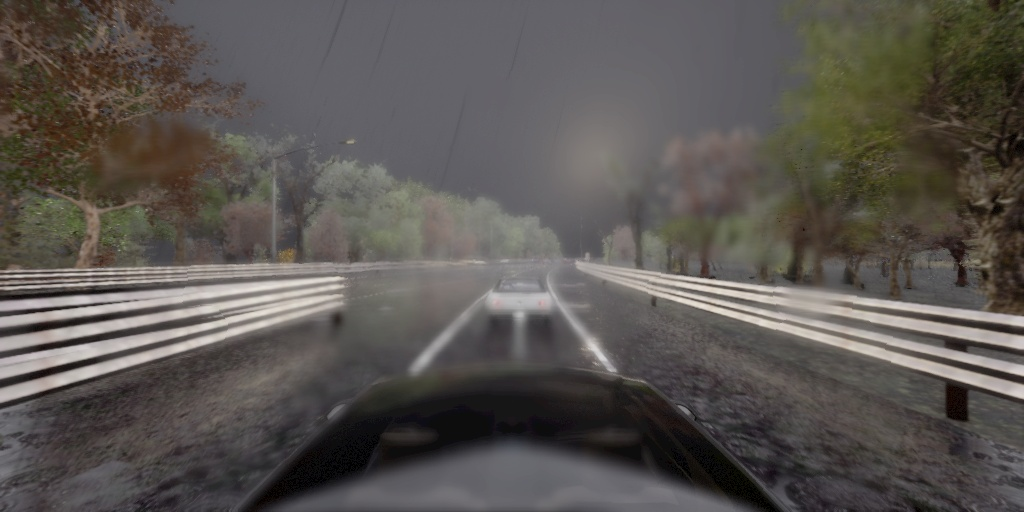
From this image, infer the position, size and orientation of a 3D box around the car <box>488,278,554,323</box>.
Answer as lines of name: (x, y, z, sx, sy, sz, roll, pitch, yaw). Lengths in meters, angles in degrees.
car: (0.330, 1.382, 12.220, 1.895, 1.301, 4.718, 0, 0, 2)
